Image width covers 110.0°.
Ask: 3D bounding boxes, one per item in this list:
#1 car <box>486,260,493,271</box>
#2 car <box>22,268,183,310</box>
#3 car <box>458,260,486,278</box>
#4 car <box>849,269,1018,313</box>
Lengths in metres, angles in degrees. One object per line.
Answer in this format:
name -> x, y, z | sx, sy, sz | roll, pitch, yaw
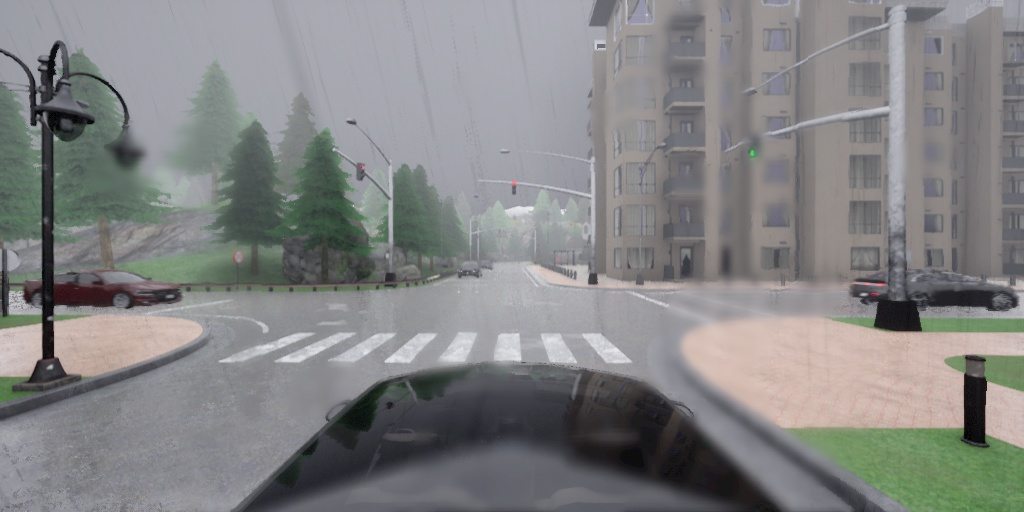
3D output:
car -> -3.613, 1.254, 48.347 | 1.994, 1.385, 4.181 | 0, 0, 1
car -> -15.874, 1.267, 14.070 | 5.008, 1.535, 1.882 | 1, 0, 1
car -> -3.763, 1.225, 32.884 | 1.837, 1.490, 4.892 | 0, 0, 1
car -> 15.611, 1.255, 13.420 | 4.902, 1.511, 2.128 | 0, 0, 1
